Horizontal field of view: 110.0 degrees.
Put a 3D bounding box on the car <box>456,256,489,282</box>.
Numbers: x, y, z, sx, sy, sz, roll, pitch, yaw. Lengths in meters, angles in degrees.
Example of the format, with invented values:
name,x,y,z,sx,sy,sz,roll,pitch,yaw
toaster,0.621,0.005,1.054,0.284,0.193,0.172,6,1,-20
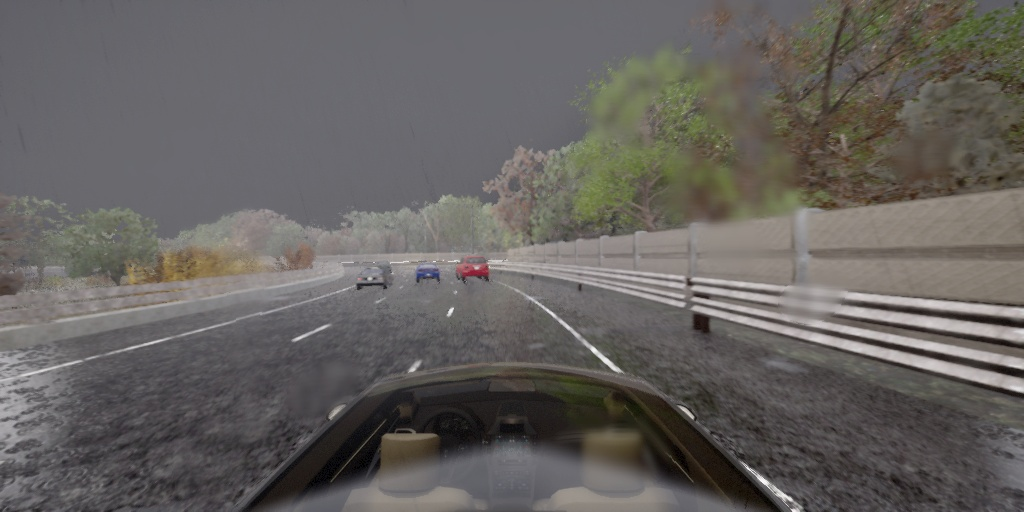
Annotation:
name,x,y,z,sx,sy,sz,roll,pitch,yaw
car,-3.359,1.030,29.956,2.150,2.045,5.566,-1,0,-15

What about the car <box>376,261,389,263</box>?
name,x,y,z,sx,sy,sz,roll,pitch,yaw
car,-17.696,1.402,48.836,2.097,1.767,4.553,-1,0,-25

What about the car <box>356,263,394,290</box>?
name,x,y,z,sx,sy,sz,roll,pitch,yaw
car,-9.140,1.452,24.156,2.033,1.411,5.357,-1,0,-13

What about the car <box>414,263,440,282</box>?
name,x,y,z,sx,sy,sz,roll,pitch,yaw
car,-7.374,1.353,31.091,1.882,1.535,5.008,-1,0,-16
